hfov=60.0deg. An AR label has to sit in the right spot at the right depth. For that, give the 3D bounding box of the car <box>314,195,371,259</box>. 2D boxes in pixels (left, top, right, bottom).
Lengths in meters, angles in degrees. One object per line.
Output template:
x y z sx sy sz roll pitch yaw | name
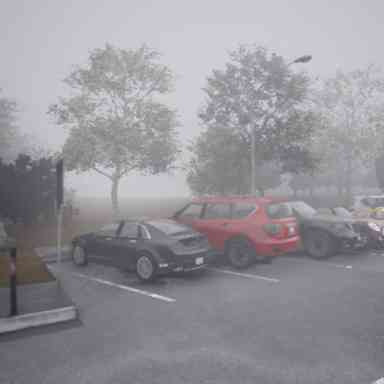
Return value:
3.438 1.218 12.831 5.566 2.045 2.435 -1 -1 39 | car

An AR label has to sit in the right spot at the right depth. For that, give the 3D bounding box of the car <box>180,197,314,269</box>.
0.831 1.223 11.342 5.566 2.045 2.435 -1 0 39 | car

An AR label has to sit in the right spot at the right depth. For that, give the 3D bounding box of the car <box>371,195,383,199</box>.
11.140 1.184 17.325 5.566 2.045 2.435 -1 -1 40 | car

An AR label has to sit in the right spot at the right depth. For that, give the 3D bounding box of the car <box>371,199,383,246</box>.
5.950 1.341 14.372 4.553 1.767 2.185 -1 -1 39 | car

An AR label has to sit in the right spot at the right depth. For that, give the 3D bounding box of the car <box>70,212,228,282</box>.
-1.692 1.478 9.793 4.892 1.521 2.231 -1 0 39 | car
